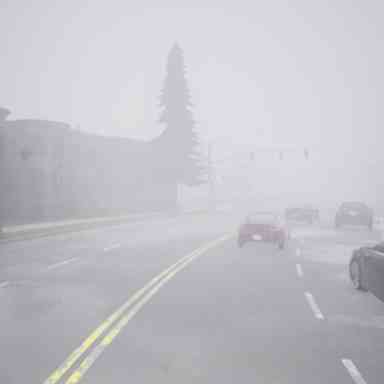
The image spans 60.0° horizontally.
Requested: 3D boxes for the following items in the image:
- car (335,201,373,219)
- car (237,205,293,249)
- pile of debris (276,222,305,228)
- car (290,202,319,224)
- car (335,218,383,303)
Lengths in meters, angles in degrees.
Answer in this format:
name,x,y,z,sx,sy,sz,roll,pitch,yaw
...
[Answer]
name,x,y,z,sx,sy,sz,roll,pitch,yaw
car,10.664,1.370,21.826,2.097,1.767,4.553,1,0,28
car,3.220,1.508,14.558,1.812,1.442,4.674,0,0,20
pile of debris,6.555,2.162,22.085,1.500,0.140,1.860,1,0,29
car,8.189,1.469,24.644,1.882,1.535,5.008,1,0,29
car,4.362,1.506,5.972,2.128,1.511,4.902,0,0,10
